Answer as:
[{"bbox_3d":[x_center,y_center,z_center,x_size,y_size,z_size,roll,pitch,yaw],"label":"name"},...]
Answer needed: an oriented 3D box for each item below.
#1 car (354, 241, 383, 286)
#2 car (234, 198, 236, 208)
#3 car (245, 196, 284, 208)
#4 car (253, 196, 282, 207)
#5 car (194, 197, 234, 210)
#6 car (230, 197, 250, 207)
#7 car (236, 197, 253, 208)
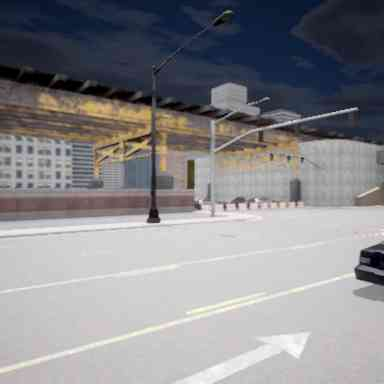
[{"bbox_3d":[6.139,1.528,8.169,5.357,1.411,2.033,0,0,-35],"label":"car"},{"bbox_3d":[2.469,1.401,40.235,4.974,1.542,2.038,0,0,8],"label":"car"},{"bbox_3d":[10.124,1.380,46.680,4.974,1.542,2.038,0,0,-7],"label":"car"},{"bbox_3d":[10.072,1.223,46.673,4.536,1.218,1.853,0,0,-7],"label":"car"},{"bbox_3d":[2.417,1.244,40.242,4.536,1.218,1.853,0,0,8],"label":"car"},{"bbox_3d":[6.230,1.234,42.969,1.853,1.218,4.536,0,0,18],"label":"car"},{"bbox_3d":[6.214,1.391,42.920,2.038,1.542,4.974,0,0,18],"label":"car"}]
